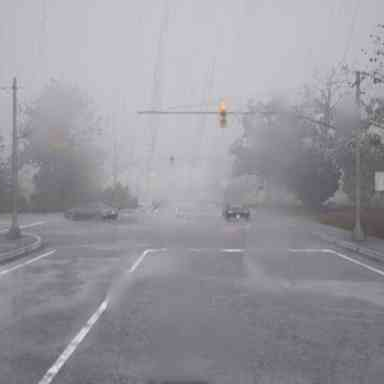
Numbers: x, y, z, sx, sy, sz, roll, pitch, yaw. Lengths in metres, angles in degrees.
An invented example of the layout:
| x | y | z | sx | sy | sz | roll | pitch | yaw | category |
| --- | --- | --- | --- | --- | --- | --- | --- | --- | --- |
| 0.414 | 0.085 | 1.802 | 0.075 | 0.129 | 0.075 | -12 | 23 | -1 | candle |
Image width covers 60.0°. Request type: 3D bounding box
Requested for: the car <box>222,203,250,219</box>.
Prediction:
| x | y | z | sx | sy | sz | roll | pitch | yaw | category |
| --- | --- | --- | --- | --- | --- | --- | --- | --- | --- |
| 3.641 | 1.587 | 28.478 | 1.895 | 1.301 | 4.718 | 0 | 0 | 0 | car |

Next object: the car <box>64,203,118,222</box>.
| x | y | z | sx | sy | sz | roll | pitch | yaw | category |
| --- | --- | --- | --- | --- | --- | --- | --- | --- | --- |
| -8.053 | 1.567 | 26.480 | 4.181 | 1.385 | 1.994 | 0 | 0 | 19 | car |

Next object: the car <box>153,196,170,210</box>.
| x | y | z | sx | sy | sz | roll | pitch | yaw | category |
| --- | --- | --- | --- | --- | --- | --- | --- | --- | --- |
| -3.922 | 1.603 | 43.720 | 2.033 | 1.411 | 5.357 | 0 | 0 | -3 | car |
